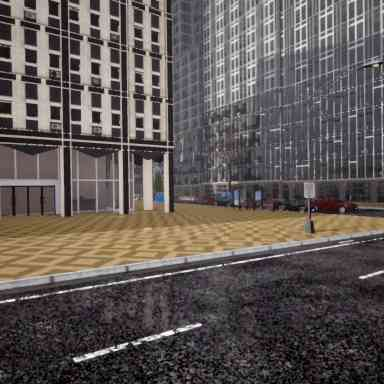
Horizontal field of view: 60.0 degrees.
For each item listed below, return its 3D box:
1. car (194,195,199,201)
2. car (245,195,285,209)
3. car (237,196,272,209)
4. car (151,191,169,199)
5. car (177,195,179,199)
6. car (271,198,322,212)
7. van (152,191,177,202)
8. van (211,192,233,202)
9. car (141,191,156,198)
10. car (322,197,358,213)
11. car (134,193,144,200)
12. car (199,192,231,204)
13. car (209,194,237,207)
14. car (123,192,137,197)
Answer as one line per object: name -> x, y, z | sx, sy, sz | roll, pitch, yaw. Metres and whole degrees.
car -> 2.045, 1.043, 63.508 | 1.802, 1.307, 4.206 | 0, 1, -34
car -> 9.255, 1.228, 42.580 | 1.882, 1.535, 5.008 | -1, 1, -34
car -> 7.795, 1.388, 39.935 | 1.802, 1.307, 4.206 | 0, 1, -34
car -> -7.537, 0.615, 77.609 | 2.192, 1.841, 5.009 | 0, 1, -34
car -> -4.343, 0.936, 72.911 | 1.802, 1.307, 4.206 | 0, 1, -34
car -> 10.975, 1.424, 35.221 | 1.947, 1.339, 4.313 | 0, 1, -34
van -> -4.887, 0.937, 58.798 | 1.690, 1.788, 3.998 | 0, 1, -34
van -> 5.239, 0.855, 58.804 | 1.690, 1.788, 3.998 | 0, 1, -34
car -> -10.731, 0.686, 82.311 | 1.967, 1.590, 4.097 | 0, 1, -34
car -> 14.655, 1.315, 34.629 | 1.882, 1.535, 5.008 | -1, 1, -34
car -> -11.275, 1.040, 68.203 | 2.008, 1.369, 4.403 | 0, 1, -34
car -> 3.601, 1.011, 50.885 | 2.097, 1.767, 4.553 | -1, 1, -35
car -> 4.650, 1.319, 44.668 | 1.947, 1.339, 4.313 | 0, 1, -34
car -> -17.118, 0.689, 91.715 | 2.008, 1.369, 4.403 | 0, 1, -34
